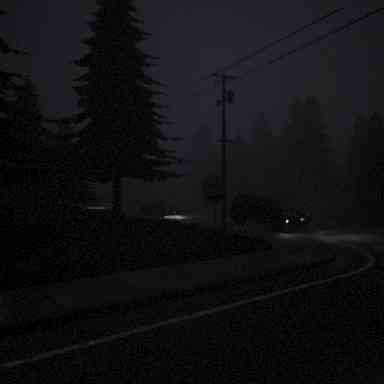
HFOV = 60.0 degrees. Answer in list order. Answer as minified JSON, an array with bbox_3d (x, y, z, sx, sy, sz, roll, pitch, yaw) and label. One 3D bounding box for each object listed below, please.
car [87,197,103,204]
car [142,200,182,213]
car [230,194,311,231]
[{"bbox_3d":[-14.967,1.438,50.207,1.882,1.535,5.008,0,0,-34],"label":"car"},{"bbox_3d":[-3.090,1.501,32.671,2.033,1.411,5.357,0,0,-34],"label":"car"},{"bbox_3d":[4.666,1.173,20.780,2.150,2.045,5.566,0,0,-32],"label":"car"}]
